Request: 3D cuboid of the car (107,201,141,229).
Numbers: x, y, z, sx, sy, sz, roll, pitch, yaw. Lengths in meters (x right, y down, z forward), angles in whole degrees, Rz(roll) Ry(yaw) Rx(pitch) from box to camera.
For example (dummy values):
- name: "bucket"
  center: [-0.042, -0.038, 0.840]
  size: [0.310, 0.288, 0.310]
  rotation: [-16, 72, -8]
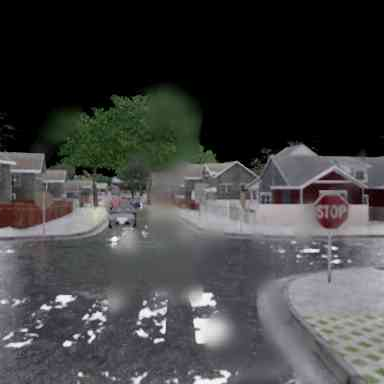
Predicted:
- name: "car"
  center: [-4.829, 1.672, 23.461]
  size: [2.128, 1.511, 4.902]
  rotation: [0, -1, -10]

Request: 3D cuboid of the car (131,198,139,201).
- name: "car"
  center: [-9.945, 1.755, 55.712]
  size: [2.097, 1.767, 4.553]
  rotation: [0, 0, -17]

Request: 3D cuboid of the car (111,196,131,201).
- name: "car"
  center: [-10.704, 1.593, 48.761]
  size: [2.150, 2.045, 5.566]
  rotation: [0, -1, -17]

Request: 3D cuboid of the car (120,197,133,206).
- name: "car"
  center: [-12.840, 1.828, 65.250]
  size: [2.097, 1.767, 4.553]
  rotation: [0, 0, -16]
